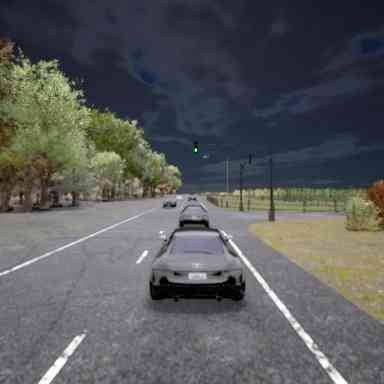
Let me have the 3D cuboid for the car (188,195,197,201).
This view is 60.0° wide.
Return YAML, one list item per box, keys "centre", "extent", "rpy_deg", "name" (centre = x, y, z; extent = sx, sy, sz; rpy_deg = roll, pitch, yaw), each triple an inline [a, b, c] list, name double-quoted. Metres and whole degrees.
- centre: [0.156, 1.447, 82.375]
  extent: [2.097, 1.767, 4.553]
  rpy_deg: [0, 0, 0]
  name: "car"

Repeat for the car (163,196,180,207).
- centre: [-3.305, 1.663, 50.629]
  extent: [1.895, 1.301, 4.718]
  rpy_deg: [0, 0, 0]
  name: "car"

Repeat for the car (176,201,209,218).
- centre: [0.142, 1.596, 23.368]
  extent: [1.994, 1.385, 4.181]
  rpy_deg: [0, 0, 0]
  name: "car"

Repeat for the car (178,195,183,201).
- centre: [-3.336, 1.621, 87.573]
  extent: [1.812, 1.442, 4.674]
  rpy_deg: [0, 0, 0]
  name: "car"

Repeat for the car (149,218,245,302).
- centre: [0.112, 1.576, 8.345]
  extent: [1.994, 1.385, 4.181]
  rpy_deg: [0, 0, 0]
  name: "car"

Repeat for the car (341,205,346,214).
- centre: [18.607, 1.652, 35.866]
  extent: [4.553, 1.767, 2.097]
  rpy_deg: [1, -1, 1]
  name: "car"
